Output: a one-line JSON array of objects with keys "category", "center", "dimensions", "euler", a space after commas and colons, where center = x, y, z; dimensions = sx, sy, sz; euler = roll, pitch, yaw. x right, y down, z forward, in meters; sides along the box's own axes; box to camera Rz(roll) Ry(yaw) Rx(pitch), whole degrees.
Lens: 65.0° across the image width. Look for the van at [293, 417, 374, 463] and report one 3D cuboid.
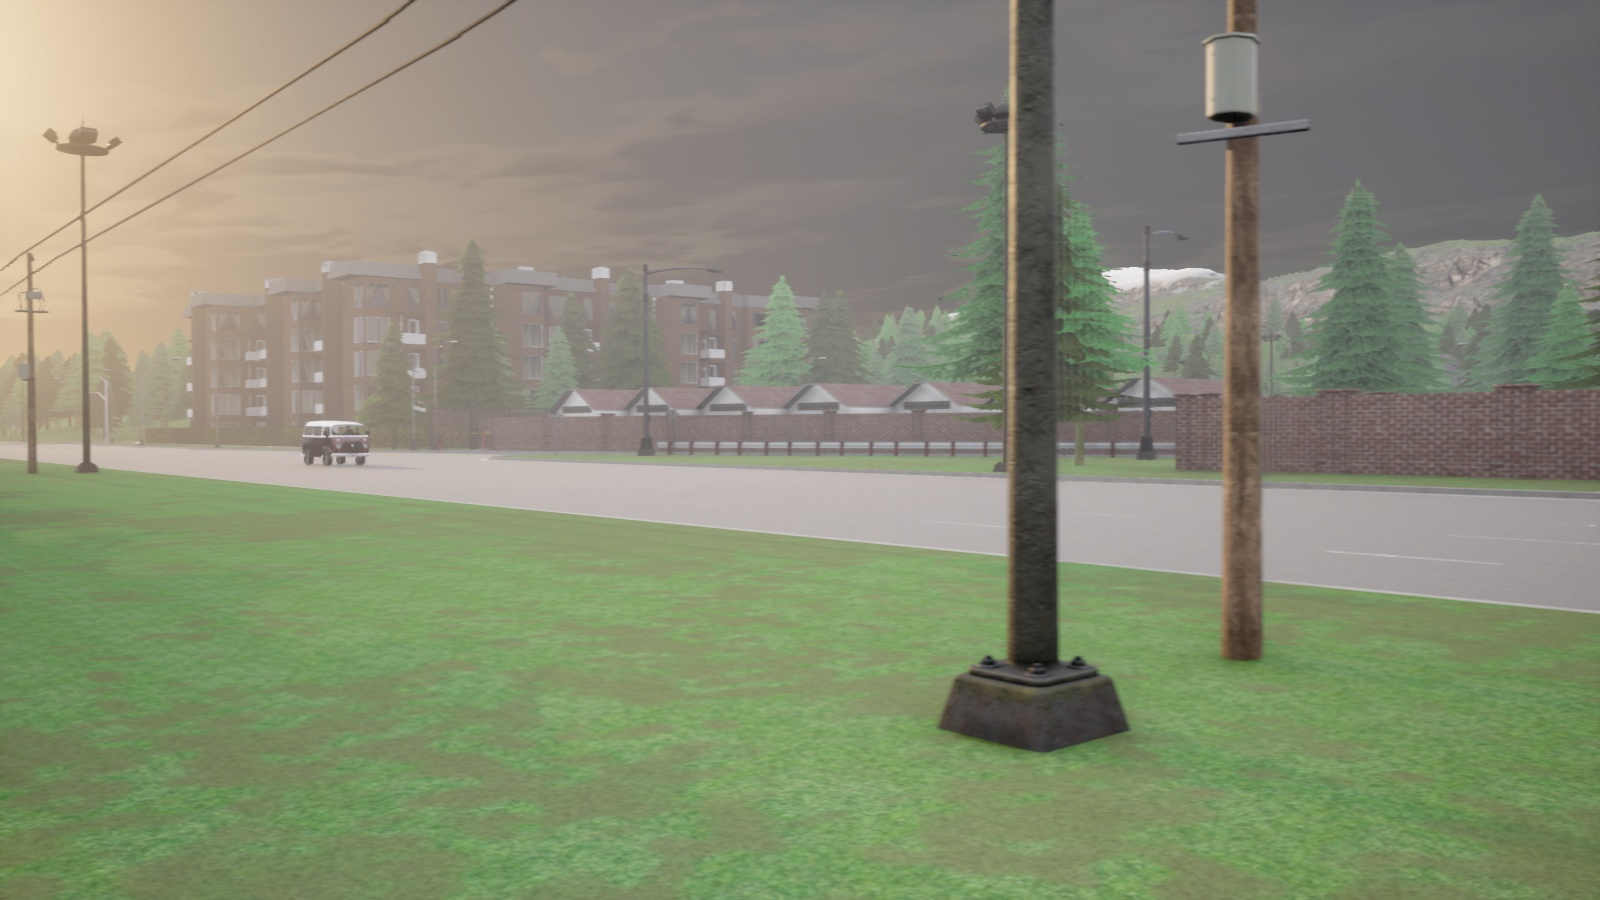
[{"category": "van", "center": [-21.321, -0.479, 57.309], "dimensions": [2.069, 2.038, 4.480], "euler": [-1, 1, -40]}]
